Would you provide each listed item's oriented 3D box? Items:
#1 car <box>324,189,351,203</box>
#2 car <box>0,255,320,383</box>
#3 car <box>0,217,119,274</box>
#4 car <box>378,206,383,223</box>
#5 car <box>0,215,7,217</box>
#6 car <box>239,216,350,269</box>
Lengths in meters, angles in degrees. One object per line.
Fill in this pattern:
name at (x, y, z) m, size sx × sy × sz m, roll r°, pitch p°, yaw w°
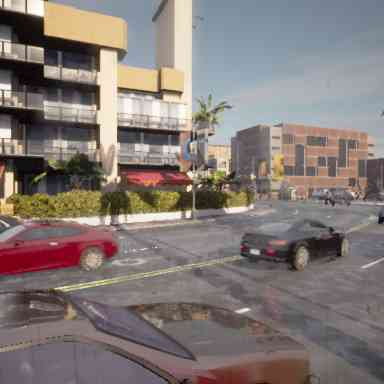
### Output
car at (18.585, 0.819, 42.701) m, size 2.150 × 2.045 × 5.566 m, roll 0°, pitch 0°, yaw 9°
car at (-1.376, 1.545, 2.405) m, size 5.357 × 1.411 × 2.033 m, roll 0°, pitch 0°, yaw -35°
car at (-4.334, 1.517, 9.186) m, size 4.674 × 1.442 × 1.812 m, roll 0°, pitch 0°, yaw -37°
car at (15.087, 1.554, 24.793) m, size 1.994 × 1.385 × 4.181 m, roll 0°, pitch 0°, yaw 32°
car at (-7.784, 1.493, 10.991) m, size 4.892 × 1.490 × 1.837 m, roll 0°, pitch 0°, yaw -36°
car at (3.478, 1.520, 10.944) m, size 4.674 × 1.442 × 1.812 m, roll 0°, pitch 0°, yaw -42°
